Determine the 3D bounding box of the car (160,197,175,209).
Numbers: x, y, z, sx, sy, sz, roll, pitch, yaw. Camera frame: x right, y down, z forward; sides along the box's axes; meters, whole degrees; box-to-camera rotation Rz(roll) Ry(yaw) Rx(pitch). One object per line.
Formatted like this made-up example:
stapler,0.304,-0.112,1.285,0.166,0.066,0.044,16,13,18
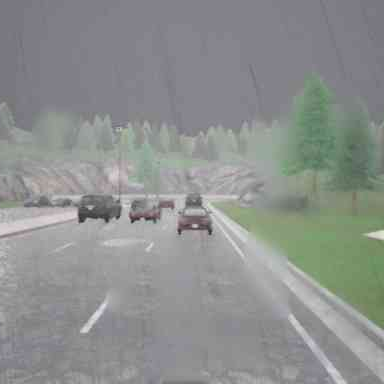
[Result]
car,-3.277,1.455,44.257,1.882,1.535,5.008,0,0,0

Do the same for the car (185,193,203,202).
car,0.238,1.200,42.895,2.150,2.045,5.566,0,0,0

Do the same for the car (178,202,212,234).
car,0.159,1.516,18.910,1.812,1.442,4.674,0,0,0

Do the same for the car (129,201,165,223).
car,-3.378,1.588,25.064,1.895,1.301,4.718,0,0,1

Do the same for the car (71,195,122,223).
car,-6.894,1.211,25.311,2.150,2.045,5.566,0,0,1

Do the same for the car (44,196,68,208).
car,-18.372,1.467,46.838,2.128,1.511,4.902,0,0,1

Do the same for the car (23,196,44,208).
car,-21.872,1.325,46.926,2.097,1.767,4.553,0,0,1

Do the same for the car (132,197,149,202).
car,-6.778,1.481,43.929,1.837,1.490,4.892,0,0,0

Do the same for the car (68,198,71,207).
car,-14.882,1.452,46.012,1.882,1.535,5.008,0,0,1
